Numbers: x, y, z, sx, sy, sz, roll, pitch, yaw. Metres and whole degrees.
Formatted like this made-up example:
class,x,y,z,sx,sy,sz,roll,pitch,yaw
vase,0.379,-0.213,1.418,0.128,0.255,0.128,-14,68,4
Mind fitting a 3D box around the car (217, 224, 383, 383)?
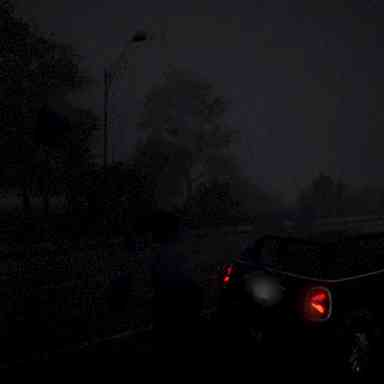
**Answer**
class,x,y,z,sx,sy,sz,roll,pitch,yaw
car,2.671,1.350,5.649,4.553,1.767,2.097,0,0,-35
